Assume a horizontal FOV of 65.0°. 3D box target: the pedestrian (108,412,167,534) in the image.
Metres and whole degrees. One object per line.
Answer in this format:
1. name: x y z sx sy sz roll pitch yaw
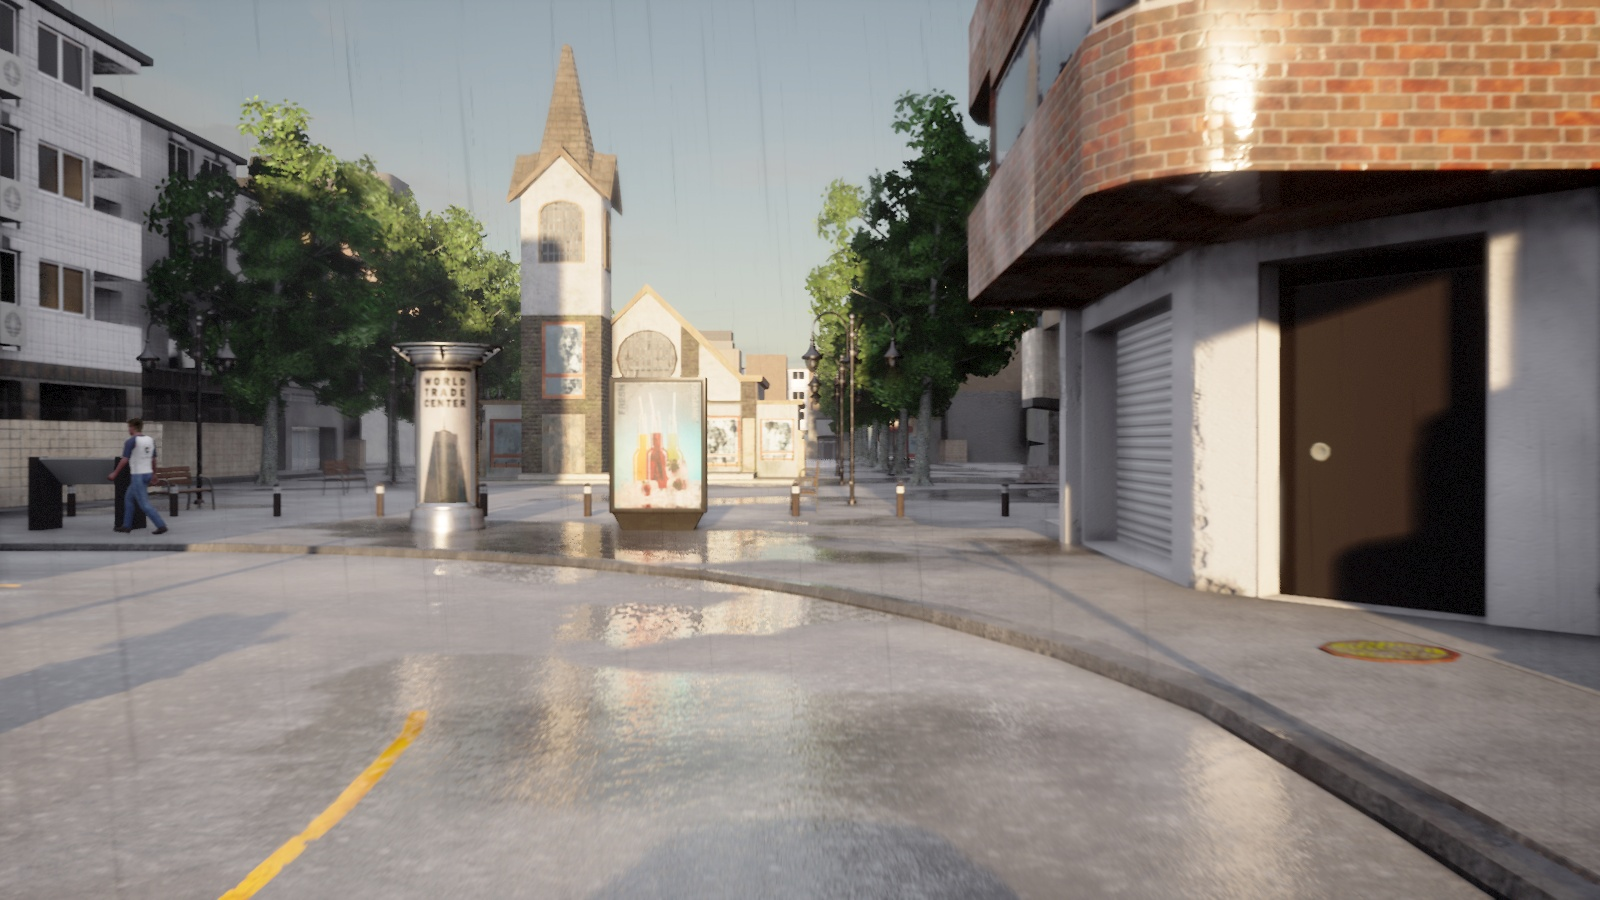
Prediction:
1. pedestrian: -10.055 0.343 19.064 0.706 1.836 0.354 0 0 7
